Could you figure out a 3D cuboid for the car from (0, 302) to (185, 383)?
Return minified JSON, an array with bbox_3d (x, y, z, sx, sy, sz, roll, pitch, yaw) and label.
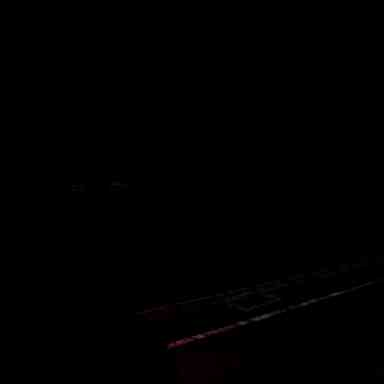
[{"bbox_3d":[-2.190,1.525,1.813,4.674,1.442,1.812,0,0,-35],"label":"car"}]
